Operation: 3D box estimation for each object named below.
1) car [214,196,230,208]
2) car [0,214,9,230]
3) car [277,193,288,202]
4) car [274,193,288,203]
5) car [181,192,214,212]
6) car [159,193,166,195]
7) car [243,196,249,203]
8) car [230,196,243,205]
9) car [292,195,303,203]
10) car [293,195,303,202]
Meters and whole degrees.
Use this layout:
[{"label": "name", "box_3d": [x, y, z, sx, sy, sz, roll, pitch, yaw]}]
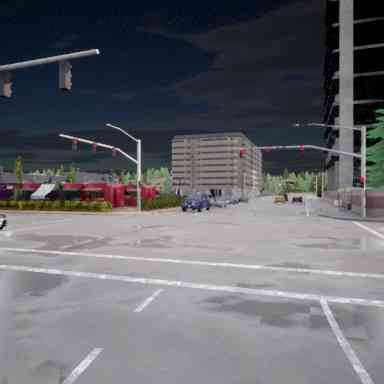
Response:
[{"label": "car", "box_3d": [3.724, 1.601, 48.548, 1.895, 1.301, 4.718, 0, 0, 19]}, {"label": "car", "box_3d": [-13.326, 1.547, 20.085, 4.902, 1.511, 2.128, 0, 0, 23]}, {"label": "car", "box_3d": [21.513, 1.225, 78.819, 2.150, 2.045, 5.566, 0, 0, 19]}, {"label": "car", "box_3d": [18.205, 1.478, 69.000, 1.882, 1.535, 5.008, 0, 0, 19]}, {"label": "car", "box_3d": [0.580, 1.221, 39.305, 2.150, 2.045, 5.566, 0, 0, 19]}, {"label": "car", "box_3d": [-8.000, 1.209, 81.429, 4.605, 1.855, 1.932, 0, 0, 19]}, {"label": "car", "box_3d": [10.314, 1.547, 67.656, 2.033, 1.411, 5.357, 0, 0, 19]}, {"label": "car", "box_3d": [6.844, 1.491, 57.666, 2.128, 1.511, 4.902, 0, 0, 19]}, {"label": "car", "box_3d": [21.419, 1.478, 67.598, 1.882, 1.535, 5.008, 0, 0, 19]}, {"label": "car", "box_3d": [24.708, 1.525, 77.343, 2.128, 1.511, 4.902, 0, 0, 19]}]
